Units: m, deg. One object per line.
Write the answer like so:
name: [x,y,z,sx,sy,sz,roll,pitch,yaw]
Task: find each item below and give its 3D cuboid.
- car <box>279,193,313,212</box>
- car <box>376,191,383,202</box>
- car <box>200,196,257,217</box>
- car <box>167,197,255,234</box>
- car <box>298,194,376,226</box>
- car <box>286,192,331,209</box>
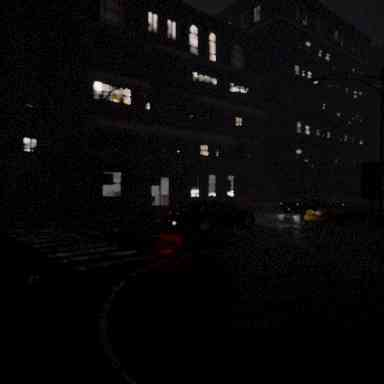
car: [9.159,0.968,26.978,4.718,1.301,1.895,-1,1,-39]
car: [24.246,0.571,42.665,4.507,1.381,1.887,-1,2,-39]
car: [2.815,1.006,25.114,4.206,1.307,1.802,-1,2,-39]
car: [1.068,1.091,16.343,4.892,1.490,1.837,-1,1,-39]
car: [8.299,1.042,18.772,4.829,1.417,1.752,-1,2,-39]
car: [11.256,0.795,32.027,4.829,1.417,1.752,-1,2,-39]
